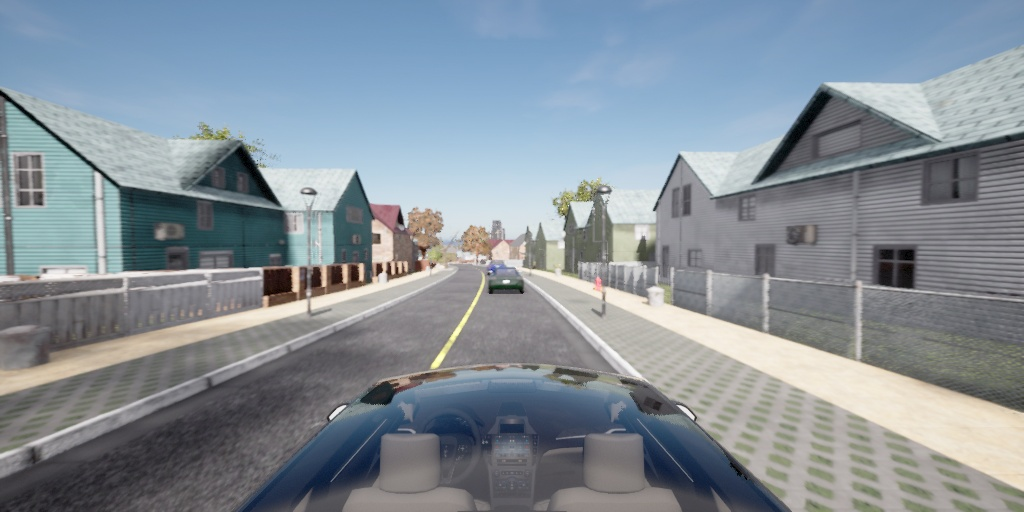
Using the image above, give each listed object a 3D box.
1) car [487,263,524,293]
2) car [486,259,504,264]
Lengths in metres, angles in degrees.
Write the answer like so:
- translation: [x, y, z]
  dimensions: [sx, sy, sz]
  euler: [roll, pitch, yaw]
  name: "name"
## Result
- translation: [-0.385, 1.310, 20.779]
  dimensions: [1.994, 1.385, 4.181]
  euler: [0, 0, -3]
  name: "car"
- translation: [-1.677, 1.158, 38.866]
  dimensions: [2.097, 1.767, 4.553]
  euler: [0, 0, -5]
  name: "car"
